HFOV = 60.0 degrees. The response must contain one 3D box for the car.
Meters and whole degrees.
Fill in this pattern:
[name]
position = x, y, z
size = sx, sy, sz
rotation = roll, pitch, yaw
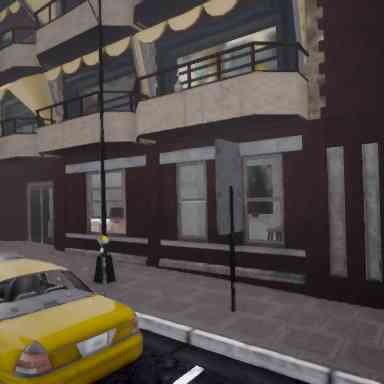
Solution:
[car]
position = -2.862, 1.527, 4.788
size = 4.829, 1.417, 1.752
rotation = 0, -2, 36
